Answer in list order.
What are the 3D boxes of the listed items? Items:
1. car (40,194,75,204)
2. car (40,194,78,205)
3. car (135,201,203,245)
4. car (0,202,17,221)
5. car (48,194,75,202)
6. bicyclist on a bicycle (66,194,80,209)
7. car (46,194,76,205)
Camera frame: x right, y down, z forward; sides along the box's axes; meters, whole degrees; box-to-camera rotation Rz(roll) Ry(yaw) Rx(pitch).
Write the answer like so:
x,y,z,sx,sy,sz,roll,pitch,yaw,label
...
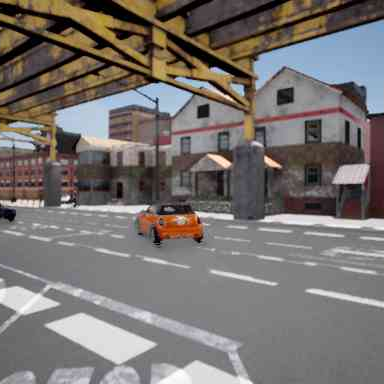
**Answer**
x,y,z,sx,sy,sz,roll,pitch,yaw,label
-19.125,0.933,48.064,4.536,1.218,1.853,0,0,-21,car
-19.174,1.090,48.046,4.974,1.542,2.038,0,0,-21,car
-1.208,1.240,15.333,2.097,1.767,4.553,0,1,-21,car
-14.347,1.418,23.633,4.718,1.301,1.895,0,1,40,car
-20.222,0.906,51.675,1.853,1.218,4.536,0,0,9,car
-13.156,1.026,36.845,0.582,1.620,1.656,0,1,39,bicyclist on a bicycle
-20.230,1.064,51.625,2.038,1.542,4.974,0,0,9,car
